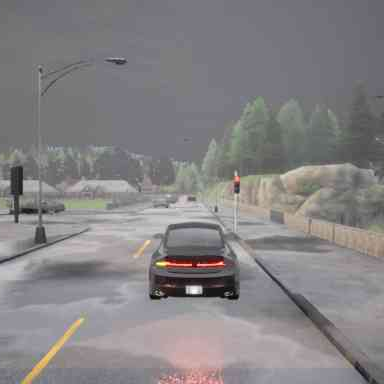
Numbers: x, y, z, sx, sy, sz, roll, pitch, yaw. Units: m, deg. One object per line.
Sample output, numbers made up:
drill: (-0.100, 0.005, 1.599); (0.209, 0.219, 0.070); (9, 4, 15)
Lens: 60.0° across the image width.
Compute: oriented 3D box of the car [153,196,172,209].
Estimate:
car: (-4.119, 1.526, 45.386); (1.812, 1.442, 4.674); (0, 0, 0)

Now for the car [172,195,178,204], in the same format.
car: (-4.095, 1.565, 61.002); (1.994, 1.385, 4.181); (0, 0, 0)

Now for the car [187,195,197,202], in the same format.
car: (-0.032, 1.324, 70.999); (1.882, 1.535, 5.008); (0, 0, 0)

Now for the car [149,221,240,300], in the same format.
car: (0.057, 1.505, 8.381); (1.837, 1.490, 4.892); (0, 0, 0)

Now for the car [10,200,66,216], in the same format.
car: (-14.359, 1.491, 31.090); (4.902, 1.511, 2.128); (0, 0, -1)
